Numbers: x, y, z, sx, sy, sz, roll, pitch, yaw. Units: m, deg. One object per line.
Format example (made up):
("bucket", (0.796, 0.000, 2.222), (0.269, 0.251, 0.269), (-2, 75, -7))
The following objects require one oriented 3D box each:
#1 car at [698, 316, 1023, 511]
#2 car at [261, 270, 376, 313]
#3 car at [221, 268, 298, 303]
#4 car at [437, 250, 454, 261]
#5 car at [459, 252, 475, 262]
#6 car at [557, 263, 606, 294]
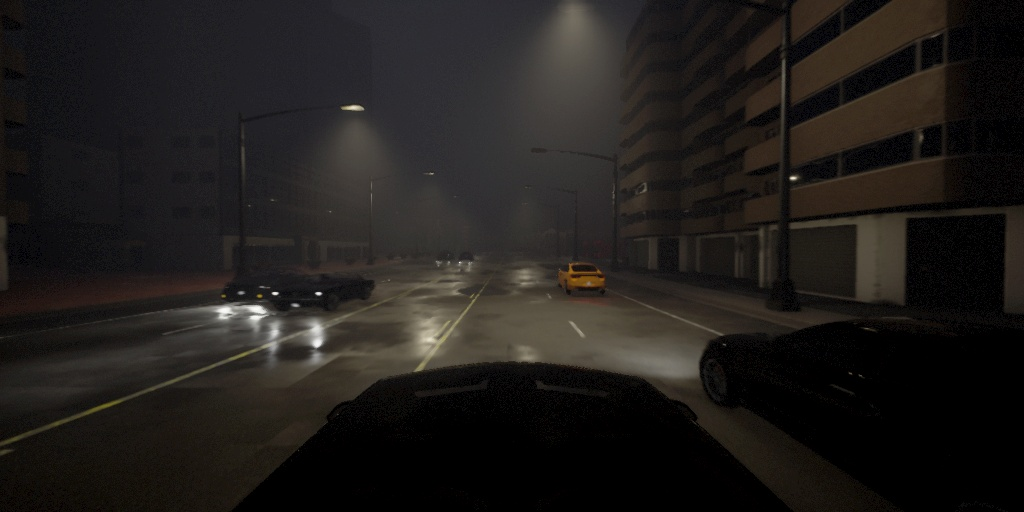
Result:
("car", (3.597, 1.279, 3.238), (1.812, 1.442, 4.674), (0, 0, 0))
("car", (-7.100, 1.290, 13.980), (1.895, 1.301, 4.718), (0, 1, 0))
("car", (-10.597, 1.223, 16.015), (1.994, 1.385, 4.181), (0, 1, 0))
("car", (-10.534, -0.121, 57.074), (2.097, 1.767, 4.553), (0, 2, 1))
("car", (-7.038, 0.104, 55.377), (1.812, 1.442, 4.674), (0, 2, 1))
("car", (3.598, 1.092, 19.246), (1.882, 1.535, 5.008), (0, 1, 0))
